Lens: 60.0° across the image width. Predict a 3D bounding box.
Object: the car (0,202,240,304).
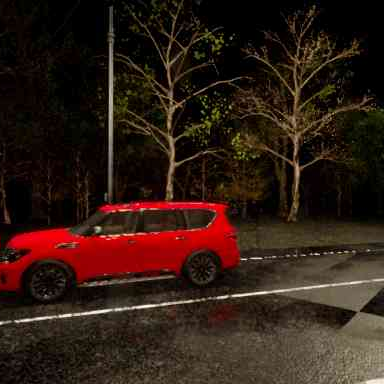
[{"bbox_3d":[-1.548,1.280,8.181,5.566,2.045,2.150,0,0,-19],"label":"car"}]
